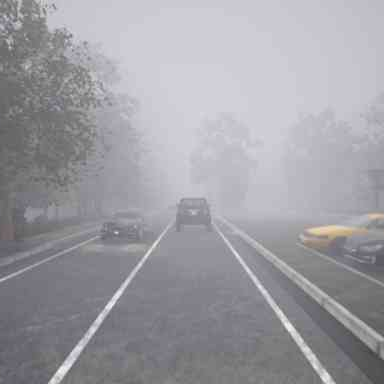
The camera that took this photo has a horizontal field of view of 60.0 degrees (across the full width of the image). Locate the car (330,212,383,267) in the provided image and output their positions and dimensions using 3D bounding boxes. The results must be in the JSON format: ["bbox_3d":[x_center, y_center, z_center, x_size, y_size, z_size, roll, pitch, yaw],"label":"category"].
[{"bbox_3d":[7.088,1.482,9.837,4.892,1.521,2.231,0,0,0],"label":"car"}]

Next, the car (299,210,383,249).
[{"bbox_3d":[6.899,1.495,12.606,5.366,1.575,1.946,0,0,0],"label":"car"}]

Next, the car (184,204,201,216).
[{"bbox_3d":[0.100,2.167,41.142,1.994,1.385,4.181,0,-2,0],"label":"car"}]

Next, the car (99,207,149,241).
[{"bbox_3d":[-3.350,1.591,17.185,1.837,1.490,4.892,0,-1,0],"label":"car"}]

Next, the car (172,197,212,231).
[{"bbox_3d":[0.101,1.370,21.798,2.150,2.045,5.566,0,-1,0],"label":"car"}]

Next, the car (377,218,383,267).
[{"bbox_3d":[7.088,1.473,7.065,5.008,1.535,2.097,0,0,0],"label":"car"}]

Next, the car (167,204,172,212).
[{"bbox_3d":[-3.306,2.775,57.967,1.895,1.301,4.718,0,-2,1],"label":"car"}]
